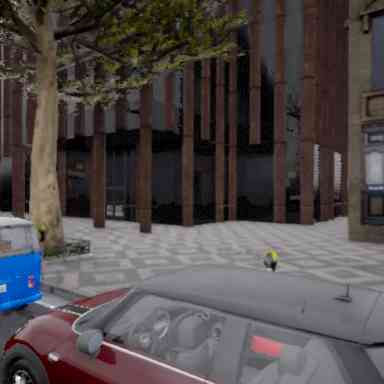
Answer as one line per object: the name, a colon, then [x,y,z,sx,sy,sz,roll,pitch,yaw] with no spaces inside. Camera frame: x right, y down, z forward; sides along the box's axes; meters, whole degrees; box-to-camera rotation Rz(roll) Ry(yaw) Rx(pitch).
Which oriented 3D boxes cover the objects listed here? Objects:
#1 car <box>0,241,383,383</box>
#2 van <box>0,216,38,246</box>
car: [0.015,1.431,3.071,4.097,1.590,1.967,0,0,36]
van: [-4.573,1.299,6.349,3.998,1.788,1.690,0,0,36]
